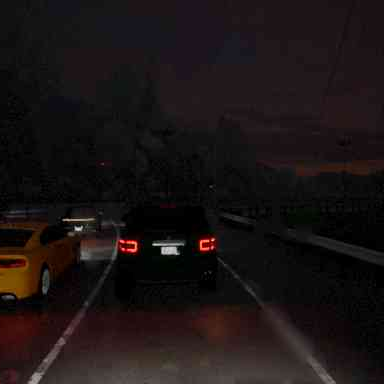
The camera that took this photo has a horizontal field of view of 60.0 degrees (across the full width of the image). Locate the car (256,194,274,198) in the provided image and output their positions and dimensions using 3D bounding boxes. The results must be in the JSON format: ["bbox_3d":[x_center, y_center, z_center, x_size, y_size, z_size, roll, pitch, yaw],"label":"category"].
[{"bbox_3d":[12.954,1.563,63.921,4.181,1.385,1.994,0,0,-20],"label":"car"}]

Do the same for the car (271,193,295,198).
[{"bbox_3d":[20.680,1.355,74.170,4.553,1.767,2.097,0,0,-20],"label":"car"}]

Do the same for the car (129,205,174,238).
[{"bbox_3d":[-2.512,1.547,19.111,2.033,1.411,5.357,0,0,-13],"label":"car"}]

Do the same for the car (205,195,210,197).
[{"bbox_3d":[3.673,1.478,71.633,5.008,1.535,1.882,0,0,-20],"label":"car"}]

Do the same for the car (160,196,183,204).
[{"bbox_3d":[-4.005,1.564,65.181,4.181,1.385,1.994,0,0,-20],"label":"car"}]

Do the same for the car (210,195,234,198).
[{"bbox_3d":[7.089,1.546,69.158,5.357,1.411,2.033,0,0,-20],"label":"car"}]

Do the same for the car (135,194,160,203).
[{"bbox_3d":[-8.938,1.351,67.078,4.553,1.767,2.097,0,0,-20],"label":"car"}]

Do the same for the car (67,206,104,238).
[{"bbox_3d":[-5.773,1.492,17.586,2.128,1.511,4.902,0,0,-14],"label":"car"}]

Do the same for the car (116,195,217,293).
[{"bbox_3d":[-0.759,1.221,9.071,2.150,2.045,5.566,0,0,-7],"label":"car"}]

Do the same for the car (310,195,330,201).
[{"bbox_3d":[32.362,1.532,84.275,5.357,1.411,2.033,0,0,-34],"label":"car"}]

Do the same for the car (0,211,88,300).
[{"bbox_3d":[-4.167,1.478,8.343,1.882,1.535,5.008,0,0,-6],"label":"car"}]

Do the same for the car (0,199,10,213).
[{"bbox_3d":[-22.100,1.568,35.991,4.181,1.385,1.994,0,0,-20],"label":"car"}]

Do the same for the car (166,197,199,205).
[{"bbox_3d":[-1.685,1.546,58.593,5.357,1.411,2.033,0,0,-20],"label":"car"}]

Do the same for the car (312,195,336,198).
[{"bbox_3d":[26.896,1.478,69.172,5.008,1.535,1.882,0,0,-23],"label":"car"}]
